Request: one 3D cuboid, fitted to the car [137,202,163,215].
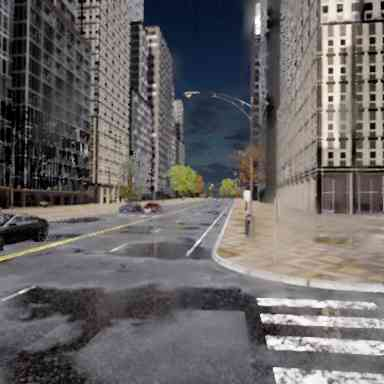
[{"bbox_3d":[-4.758,1.976,40.183,1.812,1.442,4.674,0,-1,8],"label":"car"}]

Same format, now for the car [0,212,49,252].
[{"bbox_3d":[-8.253,1.668,14.636,2.128,1.511,4.902,0,-1,8],"label":"car"}]

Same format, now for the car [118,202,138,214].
[{"bbox_3d":[-7.696,1.998,42.666,2.033,1.411,5.357,0,-1,8],"label":"car"}]
